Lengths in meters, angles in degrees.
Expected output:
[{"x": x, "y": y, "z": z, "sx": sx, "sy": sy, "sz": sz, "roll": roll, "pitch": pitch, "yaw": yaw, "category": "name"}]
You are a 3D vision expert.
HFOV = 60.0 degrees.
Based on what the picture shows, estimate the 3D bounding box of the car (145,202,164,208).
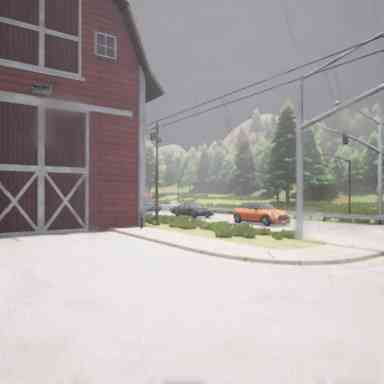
[{"x": -5.704, "y": 1.903, "z": 41.570, "sx": 1.994, "sy": 1.385, "sz": 4.181, "roll": 0, "pitch": -1, "yaw": -35, "category": "car"}]

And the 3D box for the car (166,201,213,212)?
[{"x": -0.085, "y": 1.834, "z": 33.354, "sx": 2.033, "sy": 1.411, "sz": 5.357, "roll": 0, "pitch": -1, "yaw": -34, "category": "car"}]

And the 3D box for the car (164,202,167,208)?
[{"x": -2.710, "y": 1.887, "z": 43.746, "sx": 1.812, "sy": 1.442, "sz": 4.674, "roll": 0, "pitch": -1, "yaw": -34, "category": "car"}]

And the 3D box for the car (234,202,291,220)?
[{"x": 5.294, "y": 1.589, "z": 25.496, "sx": 2.097, "sy": 1.767, "sz": 4.553, "roll": 0, "pitch": -1, "yaw": -34, "category": "car"}]
